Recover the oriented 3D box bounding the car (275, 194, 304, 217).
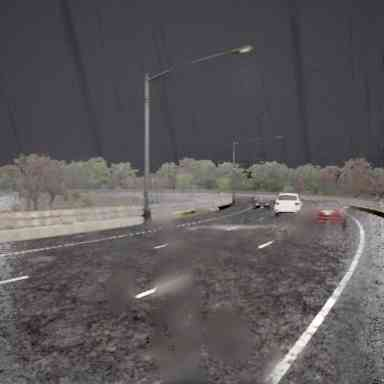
[{"bbox_3d":[9.010,1.164,30.644,2.150,2.045,5.566,0,0,21],"label":"car"}]

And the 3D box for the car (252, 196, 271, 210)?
[{"bbox_3d":[9.049,1.515,42.269,1.895,1.301,4.718,0,0,15],"label":"car"}]

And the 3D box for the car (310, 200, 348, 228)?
[{"bbox_3d":[9.134,1.316,22.038,2.097,1.767,4.553,0,0,25],"label":"car"}]

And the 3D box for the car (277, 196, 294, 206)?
[{"bbox_3d":[14.757,1.391,52.839,2.128,1.511,4.902,0,0,9],"label":"car"}]

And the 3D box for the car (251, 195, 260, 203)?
[{"bbox_3d":[12.383,1.360,63.662,2.128,1.511,4.902,0,0,3],"label":"car"}]
